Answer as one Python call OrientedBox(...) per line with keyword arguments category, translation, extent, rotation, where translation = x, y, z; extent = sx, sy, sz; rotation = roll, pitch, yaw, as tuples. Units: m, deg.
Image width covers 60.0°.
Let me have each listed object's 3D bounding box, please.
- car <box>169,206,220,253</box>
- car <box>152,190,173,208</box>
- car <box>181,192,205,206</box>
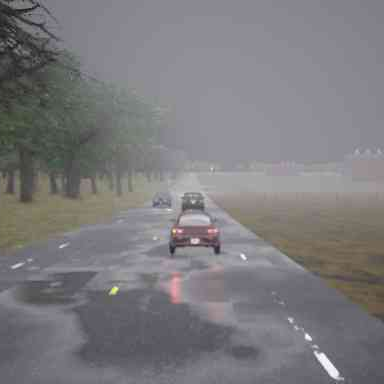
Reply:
OrientedBox(category="car", translation=(0.102, 1.483, 13.354), extent=(1.812, 1.442, 4.674), rotation=(0, -1, 0))
OrientedBox(category="car", translation=(-3.584, 0.818, 41.076), extent=(2.150, 2.045, 5.566), rotation=(0, 1, 0))
OrientedBox(category="car", translation=(0.106, 0.995, 32.019), extent=(2.150, 2.045, 5.566), rotation=(0, 0, 0))
